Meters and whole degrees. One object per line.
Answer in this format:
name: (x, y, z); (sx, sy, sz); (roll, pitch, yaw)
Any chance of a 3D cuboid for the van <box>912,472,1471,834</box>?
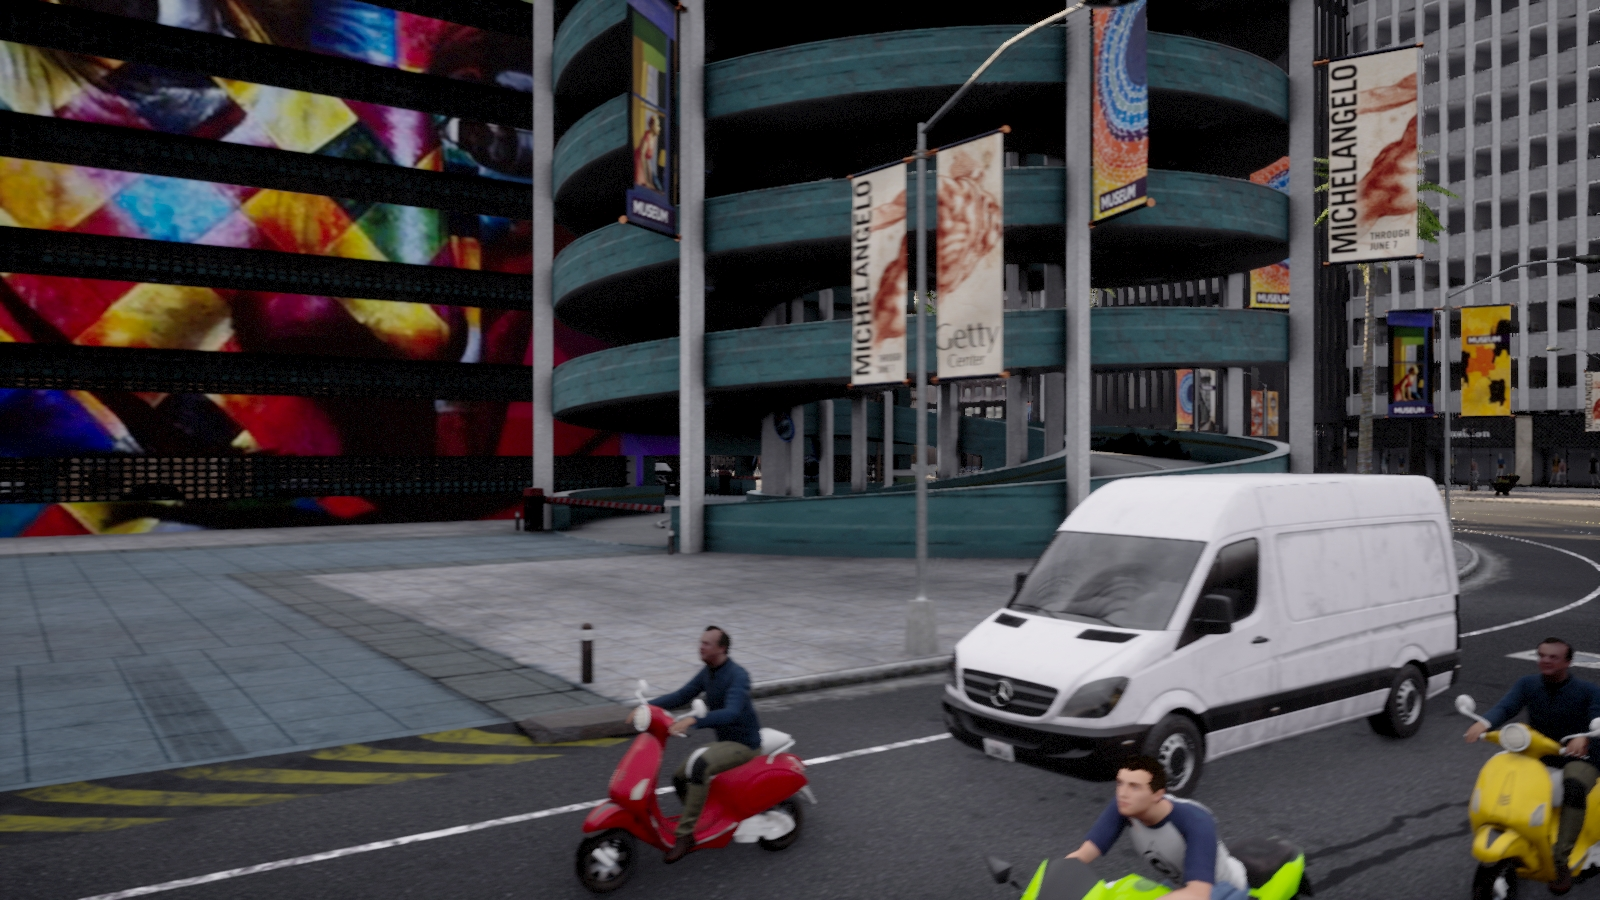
van: (3.961, 1.535, 10.909); (5.915, 2.561, 1.988); (0, 0, -36)
